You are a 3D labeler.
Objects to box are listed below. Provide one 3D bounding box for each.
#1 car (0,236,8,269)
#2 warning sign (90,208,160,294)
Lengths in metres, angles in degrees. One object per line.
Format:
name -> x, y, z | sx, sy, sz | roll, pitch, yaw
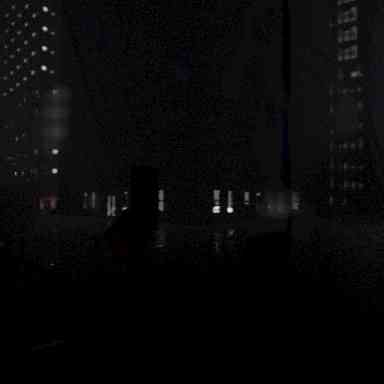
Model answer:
car -> -7.748, 1.676, 11.234 | 1.967, 1.590, 4.097 | 3, -3, -44
warning sign -> -1.630, 1.341, 8.160 | 1.300, 1.860, 1.060 | 2, -2, -44
